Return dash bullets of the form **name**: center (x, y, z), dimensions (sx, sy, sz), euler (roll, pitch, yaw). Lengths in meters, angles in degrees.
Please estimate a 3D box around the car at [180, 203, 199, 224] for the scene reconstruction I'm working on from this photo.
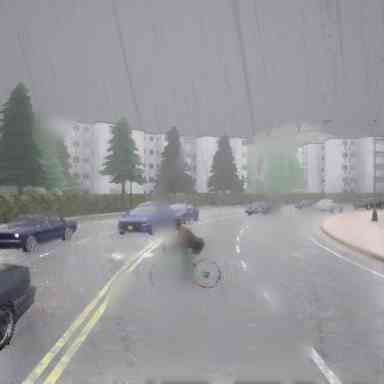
- **car**: center (-0.842, 1.546, 24.872), dimensions (1.812, 1.442, 4.674), euler (0, 0, 20)

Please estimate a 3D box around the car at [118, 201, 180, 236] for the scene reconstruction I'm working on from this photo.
- **car**: center (-2.415, 1.478, 18.631), dimensions (1.882, 1.535, 5.008), euler (0, 0, 14)

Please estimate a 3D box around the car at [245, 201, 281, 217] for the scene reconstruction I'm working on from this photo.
- **car**: center (6.914, 1.547, 32.051), dimensions (2.033, 1.411, 5.357), euler (0, 0, 33)

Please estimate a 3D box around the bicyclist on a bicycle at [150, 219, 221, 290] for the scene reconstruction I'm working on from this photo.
- **bicyclist on a bicycle**: center (-0.169, 1.455, 7.662), dimensions (1.656, 1.620, 0.582), euler (-2, 0, -1)

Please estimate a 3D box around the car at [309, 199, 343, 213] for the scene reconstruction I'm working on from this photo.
- **car**: center (14.870, 1.526, 36.261), dimensions (1.812, 1.442, 4.674), euler (0, 0, 43)

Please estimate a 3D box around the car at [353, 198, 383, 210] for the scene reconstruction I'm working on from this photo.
- **car**: center (22.676, 1.491, 42.525), dimensions (4.902, 1.511, 2.128), euler (0, 0, -30)

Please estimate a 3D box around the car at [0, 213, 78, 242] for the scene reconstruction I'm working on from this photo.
- **car**: center (-6.638, 1.601, 13.842), dimensions (1.895, 1.301, 4.718), euler (0, 0, 6)

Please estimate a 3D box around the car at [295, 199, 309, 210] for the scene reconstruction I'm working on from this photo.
- **car**: center (14.897, 1.547, 41.231), dimensions (5.357, 1.411, 2.033), euler (0, 0, -41)

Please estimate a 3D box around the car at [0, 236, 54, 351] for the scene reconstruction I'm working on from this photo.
- **car**: center (-3.560, 1.548, 3.365), dimensions (2.033, 1.411, 5.357), euler (0, 0, 0)

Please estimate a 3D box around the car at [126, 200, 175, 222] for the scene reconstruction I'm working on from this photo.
- **car**: center (-3.322, 1.504, 27.562), dimensions (1.837, 1.490, 4.892), euler (0, 0, 23)
